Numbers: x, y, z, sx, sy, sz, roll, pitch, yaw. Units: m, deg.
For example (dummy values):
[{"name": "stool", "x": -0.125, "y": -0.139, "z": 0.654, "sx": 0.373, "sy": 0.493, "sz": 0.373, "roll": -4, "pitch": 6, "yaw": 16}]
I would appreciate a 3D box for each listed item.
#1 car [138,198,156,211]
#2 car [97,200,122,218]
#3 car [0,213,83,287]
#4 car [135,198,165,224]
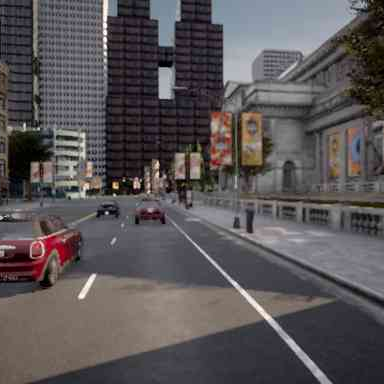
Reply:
[{"name": "car", "x": -5.724, "y": 1.509, "z": 42.065, "sx": 2.033, "sy": 1.411, "sz": 5.357, "roll": 0, "pitch": 0, "yaw": -9}, {"name": "car", "x": -7.504, "y": 1.495, "z": 30.299, "sx": 1.837, "sy": 1.490, "sz": 4.892, "roll": 0, "pitch": 0, "yaw": -8}, {"name": "car", "x": -4.491, "y": 1.361, "z": 9.353, "sx": 2.097, "sy": 1.767, "sz": 4.553, "roll": 0, "pitch": 0, "yaw": -7}, {"name": "car", "x": -3.181, "y": 1.328, "z": 24.993, "sx": 2.097, "sy": 1.767, "sz": 4.553, "roll": 0, "pitch": 0, "yaw": -8}]
